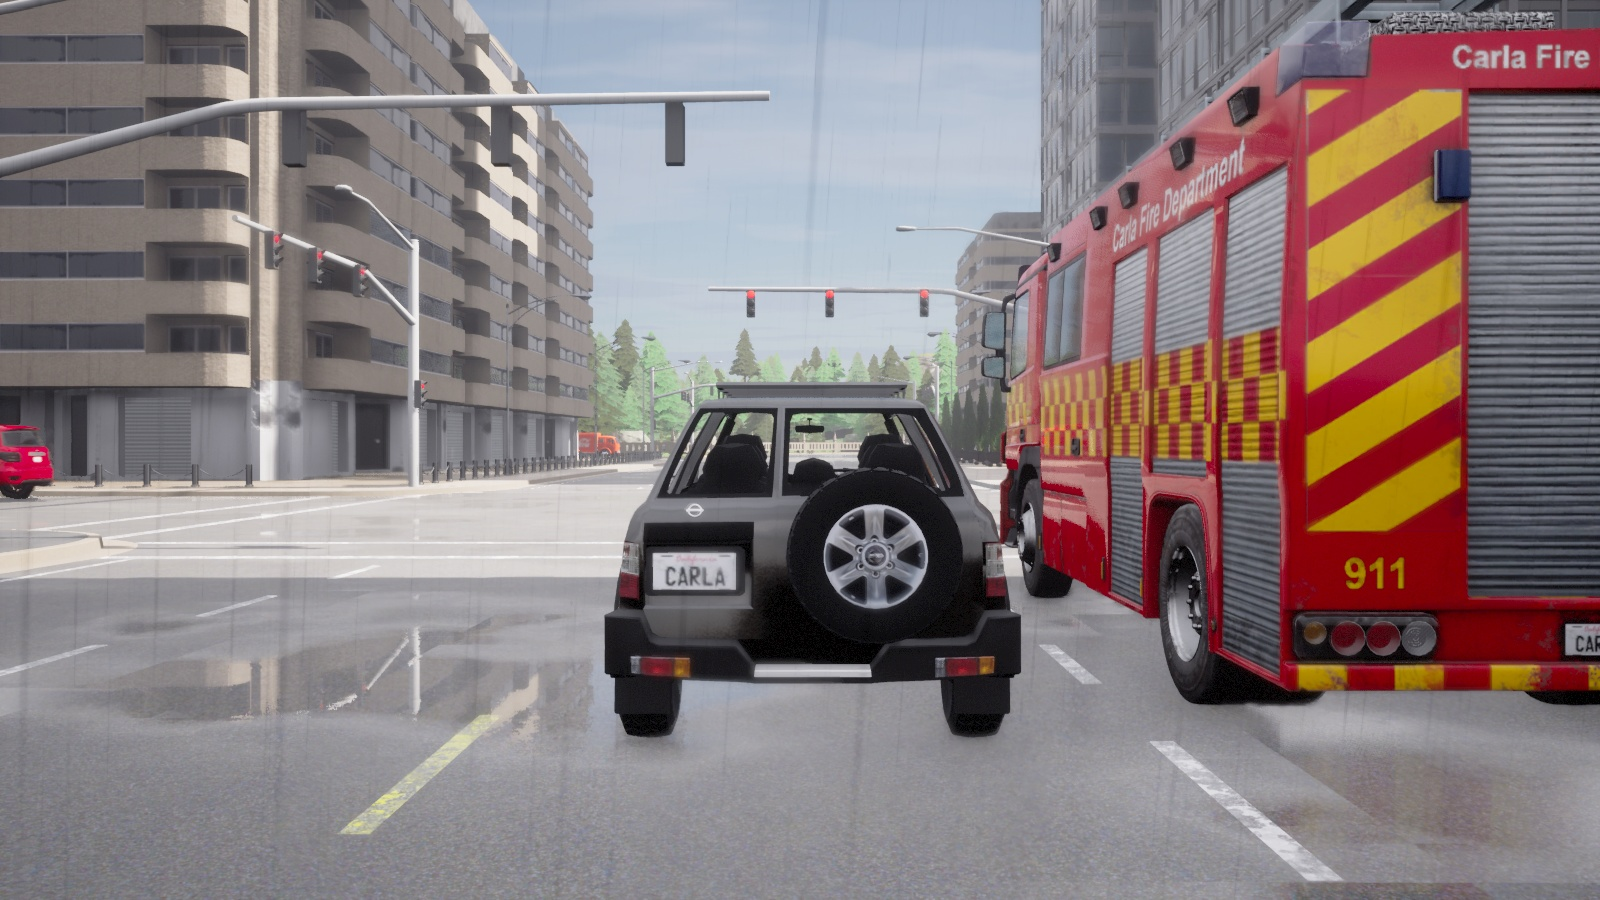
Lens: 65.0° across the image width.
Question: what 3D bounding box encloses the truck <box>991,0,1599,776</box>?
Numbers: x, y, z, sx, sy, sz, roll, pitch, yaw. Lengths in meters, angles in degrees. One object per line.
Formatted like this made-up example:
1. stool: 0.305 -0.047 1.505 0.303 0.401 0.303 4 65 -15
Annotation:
1. truck: 3.573 -0.471 9.880 2.891 3.827 8.468 0 0 0

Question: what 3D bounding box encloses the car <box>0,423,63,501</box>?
1. car: -23.334 0.310 33.976 5.566 2.045 2.150 0 0 1

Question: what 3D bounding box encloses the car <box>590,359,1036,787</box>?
1. car: 0.061 0.520 7.741 1.932 1.855 4.605 0 0 0
